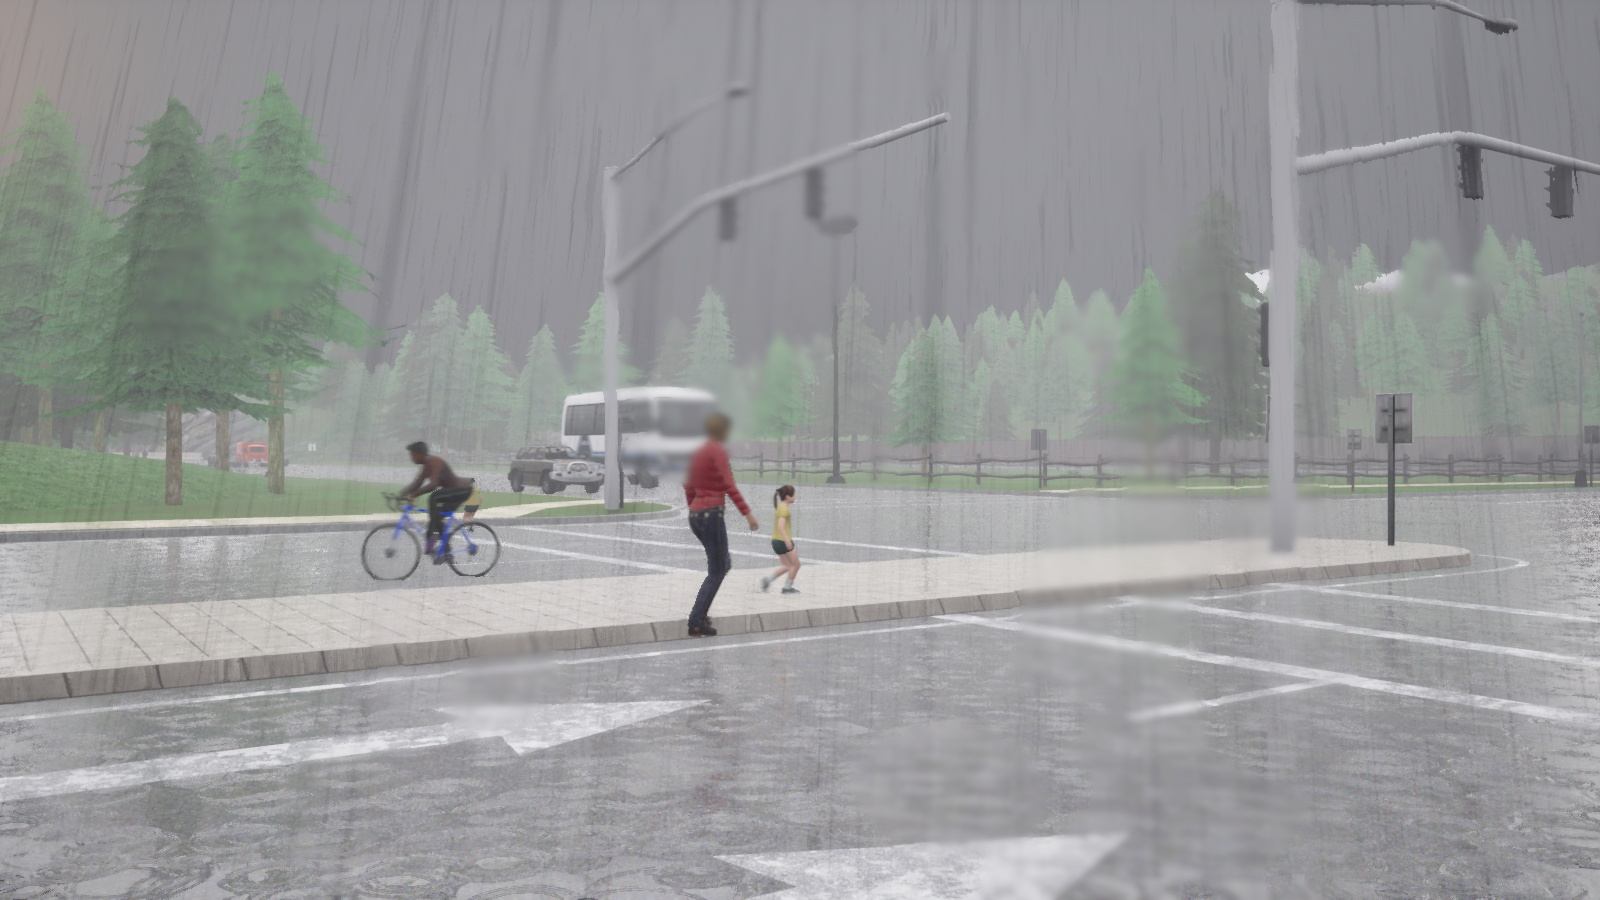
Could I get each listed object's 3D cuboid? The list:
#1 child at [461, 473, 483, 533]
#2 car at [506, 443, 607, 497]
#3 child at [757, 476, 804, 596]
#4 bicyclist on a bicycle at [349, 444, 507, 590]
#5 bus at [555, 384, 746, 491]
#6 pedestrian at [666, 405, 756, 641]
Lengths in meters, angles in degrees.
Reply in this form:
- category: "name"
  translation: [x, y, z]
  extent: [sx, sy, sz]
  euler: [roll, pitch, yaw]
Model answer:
- category: "child"
  translation: [-6.146, 0.994, 23.531]
  extent: [0.255, 1.110, 0.394]
  euler: [0, 0, -37]
- category: "car"
  translation: [-8.916, 0.691, 45.662]
  extent: [1.932, 1.855, 4.605]
  euler: [0, 0, -34]
- category: "child"
  translation: [-0.190, 0.805, 11.910]
  extent: [0.394, 1.110, 0.255]
  euler: [0, 0, -15]
- category: "bicyclist on a bicycle"
  translation: [-4.324, 0.743, 14.656]
  extent: [1.656, 1.620, 0.582]
  euler: [-1, 0, -35]
- category: "bus"
  translation: [-6.776, -0.483, 54.930]
  extent: [3.944, 4.253, 10.273]
  euler: [0, 0, -34]
- category: "pedestrian"
  translation: [-0.717, 0.568, 10.124]
  extent: [0.636, 1.846, 0.331]
  euler: [0, 0, -34]
